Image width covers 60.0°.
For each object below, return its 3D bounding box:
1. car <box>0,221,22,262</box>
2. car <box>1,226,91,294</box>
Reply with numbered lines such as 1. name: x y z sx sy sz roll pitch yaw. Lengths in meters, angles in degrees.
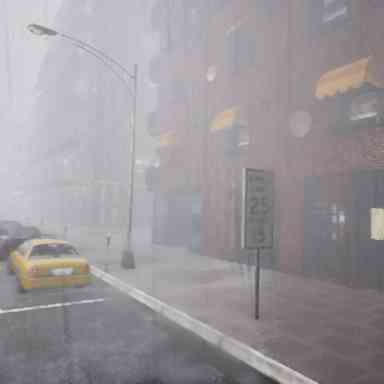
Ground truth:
1. car: -7.483 2.142 14.498 1.947 1.339 4.313 5 -4 -34
2. car: -4.409 1.949 9.945 1.752 1.417 4.829 5 -4 -34
